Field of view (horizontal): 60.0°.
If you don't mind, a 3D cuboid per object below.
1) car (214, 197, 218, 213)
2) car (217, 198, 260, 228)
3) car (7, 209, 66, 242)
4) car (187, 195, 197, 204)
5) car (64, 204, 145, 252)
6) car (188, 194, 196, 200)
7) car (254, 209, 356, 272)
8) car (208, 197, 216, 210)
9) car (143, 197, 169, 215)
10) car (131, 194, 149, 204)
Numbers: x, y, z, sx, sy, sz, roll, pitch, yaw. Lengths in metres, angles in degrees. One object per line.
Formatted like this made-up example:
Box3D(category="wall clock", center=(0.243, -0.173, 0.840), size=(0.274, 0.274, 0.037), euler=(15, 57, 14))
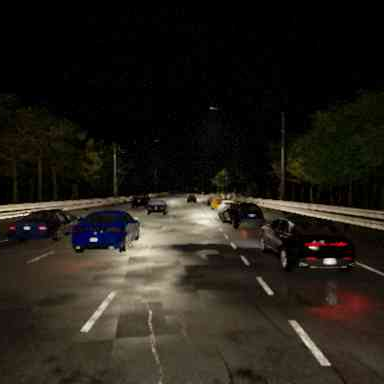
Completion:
Box3D(category="car", center=(3.498, 1.559, 32.868), size=(1.812, 1.442, 4.674), euler=(0, 0, 0))
Box3D(category="car", center=(3.323, 1.457, 22.285), size=(2.033, 1.649, 4.856), euler=(1, 0, -7))
Box3D(category="car", center=(-6.901, 1.569, 16.431), size=(2.033, 1.411, 5.357), euler=(0, 0, 0))
Box3D(category="car", center=(-0.005, 1.494, 63.299), size=(1.812, 1.442, 4.674), euler=(0, 0, 0))
Box3D(category="car", center=(-3.401, 1.497, 13.984), size=(1.882, 1.535, 5.008), euler=(0, 0, 0))
Box3D(category="car", center=(-0.007, 1.362, 88.058), size=(2.033, 1.411, 5.357), euler=(0, 0, 0))
Box3D(category="car", center=(3.499, 1.520, 10.868), size=(1.837, 1.490, 4.892), euler=(0, 0, 0))
Box3D(category="car", center=(3.497, 1.515, 43.866), size=(1.882, 1.535, 5.008), euler=(0, 0, 0))
Box3D(category="car", center=(-3.403, 1.582, 33.970), size=(2.033, 1.411, 5.357), euler=(0, 0, 0))
Box3D(category="car", center=(-6.904, 1.260, 45.834), size=(2.150, 2.045, 5.566), euler=(0, 0, 0))
